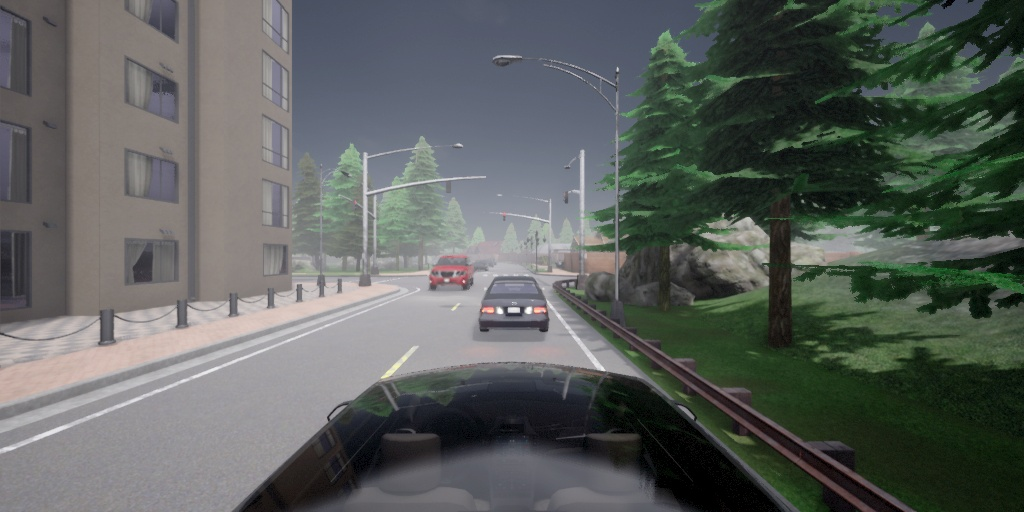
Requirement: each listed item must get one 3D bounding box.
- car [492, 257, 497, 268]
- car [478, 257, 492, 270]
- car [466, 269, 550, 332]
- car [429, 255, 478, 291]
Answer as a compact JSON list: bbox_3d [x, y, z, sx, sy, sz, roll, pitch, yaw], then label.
[{"bbox_3d":[-4.074,1.214,61.150,1.837,1.490,4.892,0,0,0],"label":"car"},{"bbox_3d":[-3.999,1.214,46.355,1.837,1.490,4.892,0,1,0],"label":"car"},{"bbox_3d":[0.068,1.296,10.802,2.033,1.411,5.357,0,0,1],"label":"car"},{"bbox_3d":[-3.611,0.960,22.349,2.150,2.045,5.566,0,0,-1],"label":"car"}]
